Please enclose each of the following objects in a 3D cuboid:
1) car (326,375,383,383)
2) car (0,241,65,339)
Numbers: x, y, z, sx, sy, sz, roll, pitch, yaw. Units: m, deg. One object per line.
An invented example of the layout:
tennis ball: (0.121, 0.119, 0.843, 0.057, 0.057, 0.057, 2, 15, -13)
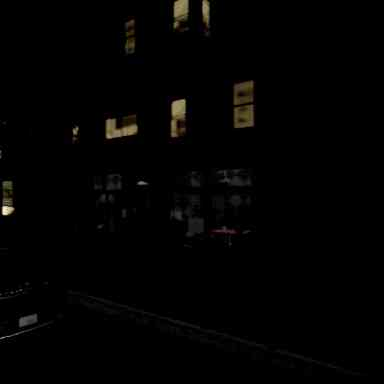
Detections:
car: (2.627, 1.527, 1.083, 4.829, 1.417, 1.752, 0, 0, 36)
car: (-4.041, 1.547, 5.891, 4.403, 1.369, 2.008, 0, 0, 36)
